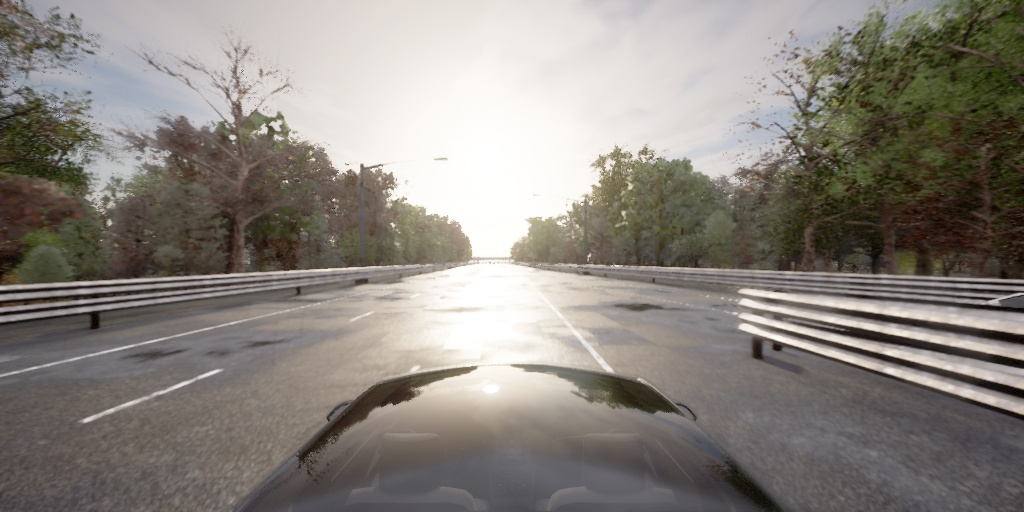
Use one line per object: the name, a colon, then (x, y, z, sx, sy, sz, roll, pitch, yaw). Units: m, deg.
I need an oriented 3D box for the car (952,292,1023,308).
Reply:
car: (11.468, 1.373, 7.421, 1.812, 1.442, 4.674, 0, 0, -12)
